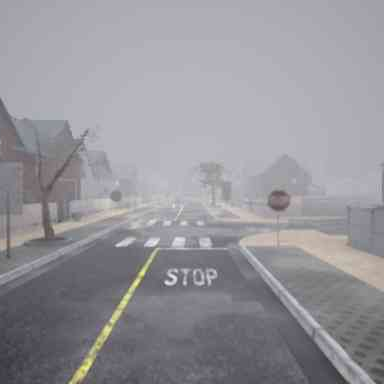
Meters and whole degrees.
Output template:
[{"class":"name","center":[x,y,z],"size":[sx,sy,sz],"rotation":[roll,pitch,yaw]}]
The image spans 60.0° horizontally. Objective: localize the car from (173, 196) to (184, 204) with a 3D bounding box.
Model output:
[{"class":"car","center":[-2.736,1.599,66.011],"size":[1.837,1.490,4.892],"rotation":[0,0,0]}]

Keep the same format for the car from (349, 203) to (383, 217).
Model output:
[{"class":"car","center":[11.382,1.369,19.421],"size":[4.181,1.385,1.994],"rotation":[-1,1,0]}]
